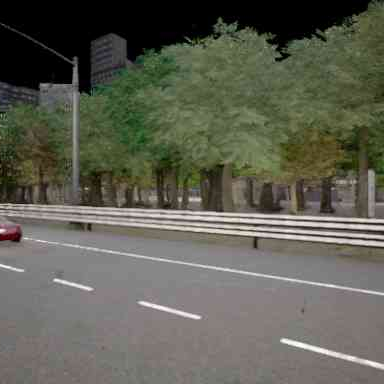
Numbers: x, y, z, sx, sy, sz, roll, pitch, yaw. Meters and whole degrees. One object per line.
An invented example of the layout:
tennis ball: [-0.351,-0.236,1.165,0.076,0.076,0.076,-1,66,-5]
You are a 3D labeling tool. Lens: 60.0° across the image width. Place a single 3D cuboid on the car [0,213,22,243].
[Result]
car: [-9.491,1.568,14.934,4.181,1.385,1.994,0,0,36]
